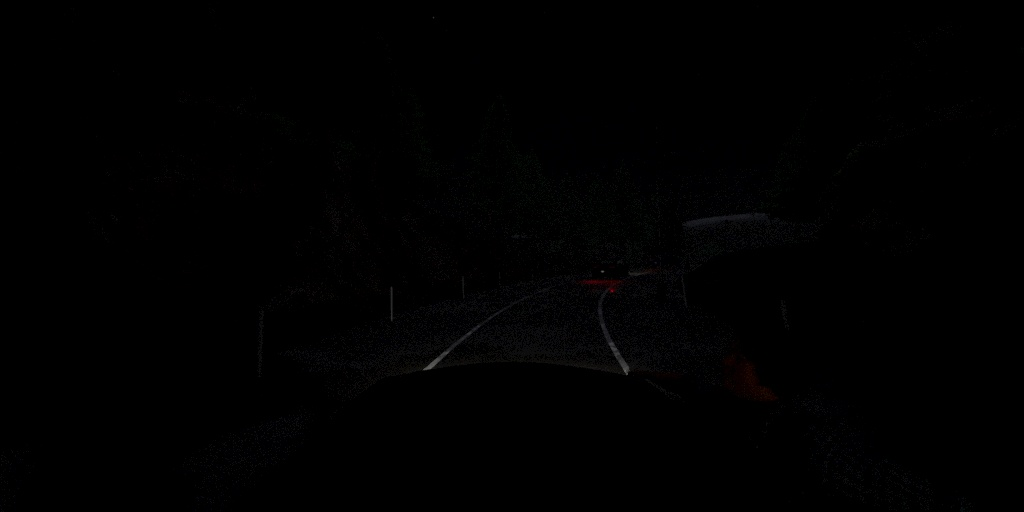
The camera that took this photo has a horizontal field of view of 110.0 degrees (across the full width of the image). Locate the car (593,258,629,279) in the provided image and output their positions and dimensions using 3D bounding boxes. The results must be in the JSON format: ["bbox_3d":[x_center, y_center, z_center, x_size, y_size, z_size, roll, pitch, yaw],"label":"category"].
[{"bbox_3d":[7.860,0.912,28.324,1.882,1.535,5.008,-3,0,30],"label":"car"}]

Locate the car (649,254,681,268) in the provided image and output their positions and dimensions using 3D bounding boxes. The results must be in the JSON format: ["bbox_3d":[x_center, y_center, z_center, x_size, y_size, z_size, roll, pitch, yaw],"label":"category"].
[{"bbox_3d":[17.089,0.504,39.898,5.008,1.535,1.882,-2,-2,-44],"label":"car"}]

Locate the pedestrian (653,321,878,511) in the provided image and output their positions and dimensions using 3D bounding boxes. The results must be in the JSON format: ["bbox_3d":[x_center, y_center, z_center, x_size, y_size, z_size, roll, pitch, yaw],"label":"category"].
[{"bbox_3d":[1.053,1.117,1.242,0.375,1.860,0.375,-18,4,46],"label":"pedestrian"}]
